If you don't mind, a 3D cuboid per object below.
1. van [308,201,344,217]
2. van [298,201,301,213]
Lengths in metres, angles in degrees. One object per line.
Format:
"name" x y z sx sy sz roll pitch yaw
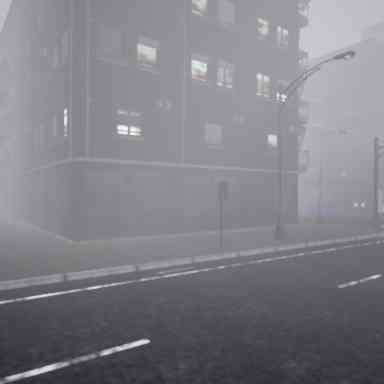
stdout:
"van" 15.396 1.931 38.462 1.690 1.788 3.998 -1 0 -36
"van" 12.081 2.003 42.978 1.690 1.788 3.998 -1 0 -36
